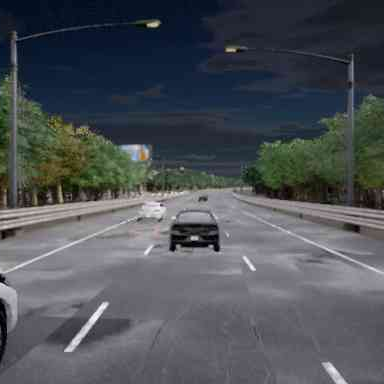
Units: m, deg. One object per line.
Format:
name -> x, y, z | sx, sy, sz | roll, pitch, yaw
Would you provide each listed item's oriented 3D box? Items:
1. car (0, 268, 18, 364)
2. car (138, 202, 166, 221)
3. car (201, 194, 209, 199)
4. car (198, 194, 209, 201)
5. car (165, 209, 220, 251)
car -> -3.435, 1.217, 2.117 | 2.150, 2.045, 5.566 | 0, 0, 0
car -> -3.115, 1.519, 26.598 | 1.812, 1.442, 4.674 | 0, 0, 1
car -> 3.649, 1.265, 93.644 | 2.033, 1.411, 5.357 | 0, 1, 5
car -> 2.551, 1.424, 78.255 | 1.837, 1.490, 4.892 | 0, 1, 4
car -> 0.124, 1.477, 14.203 | 1.882, 1.535, 5.008 | 0, 0, 1
